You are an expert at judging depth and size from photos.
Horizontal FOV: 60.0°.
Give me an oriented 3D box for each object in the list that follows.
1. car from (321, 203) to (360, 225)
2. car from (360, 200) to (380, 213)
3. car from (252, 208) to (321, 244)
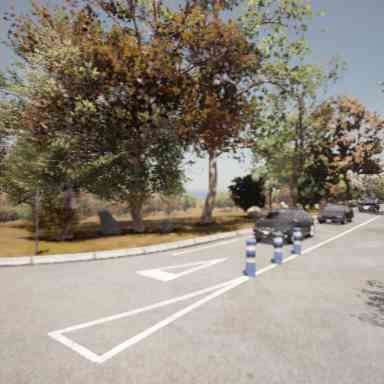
[{"bbox_3d":[11.389,1.687,26.122,2.033,1.411,5.357,1,0,35],"label":"car"},{"bbox_3d":[21.480,1.676,40.332,2.128,1.511,4.902,1,0,36],"label":"car"},{"bbox_3d":[4.699,1.594,16.662,1.837,1.490,4.892,1,0,36],"label":"car"}]
